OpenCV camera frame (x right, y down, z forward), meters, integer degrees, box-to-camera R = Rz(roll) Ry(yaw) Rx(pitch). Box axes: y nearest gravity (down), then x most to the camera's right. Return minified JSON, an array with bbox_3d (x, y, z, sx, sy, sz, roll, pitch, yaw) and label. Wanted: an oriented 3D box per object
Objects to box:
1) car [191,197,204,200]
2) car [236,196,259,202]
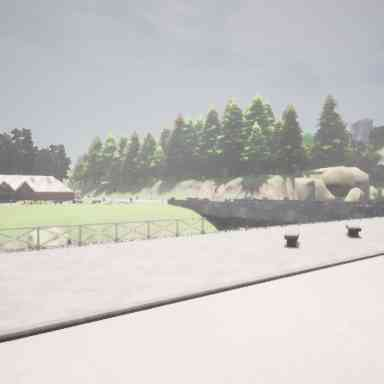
[{"bbox_3d":[1.016,1.653,66.232,1.895,1.301,4.718,0,0,-35],"label":"car"},{"bbox_3d":[10.059,1.532,60.433,1.812,1.442,4.674,0,0,-35],"label":"car"}]
